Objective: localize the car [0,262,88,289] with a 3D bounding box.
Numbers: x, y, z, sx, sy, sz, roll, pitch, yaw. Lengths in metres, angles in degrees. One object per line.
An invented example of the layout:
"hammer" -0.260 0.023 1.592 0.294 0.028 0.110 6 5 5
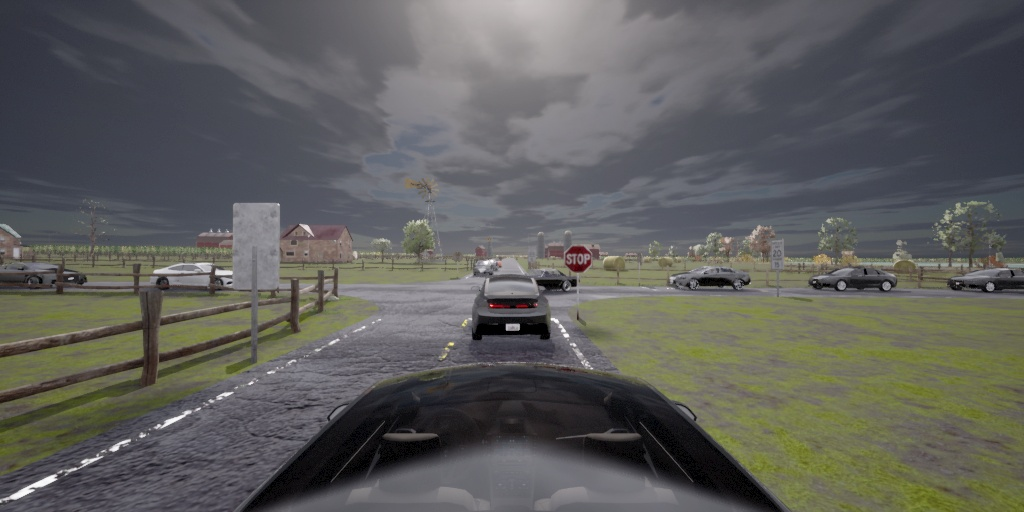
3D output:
"car" -26.381 1.048 19.790 4.181 1.385 1.994 1 -1 -1

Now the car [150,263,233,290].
"car" -17.261 1.104 19.921 4.674 1.442 1.812 1 -1 -1

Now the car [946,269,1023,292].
"car" 31.682 1.587 23.579 4.892 1.490 1.837 1 -1 -1

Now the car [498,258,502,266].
"car" -2.899 1.238 48.363 2.128 1.511 4.902 0 0 0

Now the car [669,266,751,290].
"car" 12.778 1.396 23.269 4.902 1.511 2.128 1 -1 -2

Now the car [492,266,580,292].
"car" 1.482 1.369 20.029 4.718 1.301 1.895 1 0 -35

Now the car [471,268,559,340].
"car" -0.082 1.256 9.981 1.837 1.490 4.892 0 0 -2

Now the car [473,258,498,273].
"car" -2.897 1.243 36.901 2.128 1.511 4.902 0 0 0

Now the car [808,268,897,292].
"car" 22.179 1.499 23.449 4.892 1.490 1.837 1 -1 -1
